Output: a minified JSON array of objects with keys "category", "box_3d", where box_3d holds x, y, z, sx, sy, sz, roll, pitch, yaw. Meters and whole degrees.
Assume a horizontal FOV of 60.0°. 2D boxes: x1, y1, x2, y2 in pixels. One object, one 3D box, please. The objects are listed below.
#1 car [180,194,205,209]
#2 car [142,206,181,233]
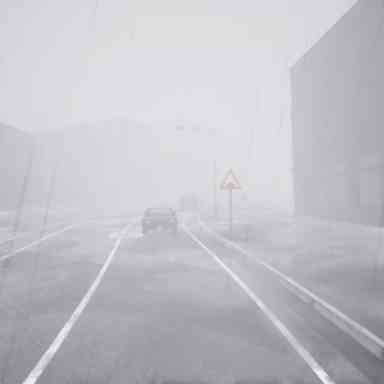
[{"category":"car","box_3d":[0.123,1.065,40.428,2.097,1.767,4.553,-2,0,15]},{"category":"car","box_3d":[-1.838,1.517,19.130,1.895,1.301,4.718,0,0,-5]}]
